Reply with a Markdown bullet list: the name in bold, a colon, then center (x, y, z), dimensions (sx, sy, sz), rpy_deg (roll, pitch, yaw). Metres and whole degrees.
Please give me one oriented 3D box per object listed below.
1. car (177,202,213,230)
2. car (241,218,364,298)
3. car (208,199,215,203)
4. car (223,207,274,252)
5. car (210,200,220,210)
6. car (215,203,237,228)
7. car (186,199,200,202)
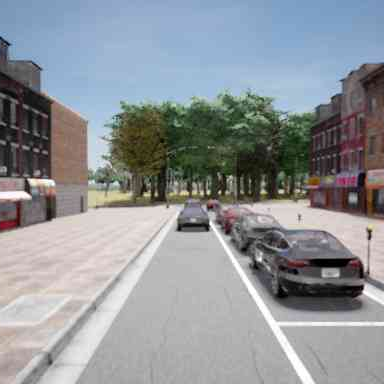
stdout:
- **car**: center (0.095, 1.570, 20.958), dimensions (1.994, 1.385, 4.181), rpy_deg (0, 0, 0)
- **car**: center (2.626, 1.566, 8.383), dimensions (1.947, 1.339, 4.313), rpy_deg (-1, 0, 0)
- **car**: center (2.626, 1.576, 40.822), dimensions (1.887, 1.381, 4.507), rpy_deg (-1, 0, 0)
- **car**: center (2.626, 1.553, 13.789), dimensions (2.008, 1.369, 4.403), rpy_deg (-1, 0, 0)
- **car**: center (2.626, 1.561, 24.602), dimensions (2.008, 1.369, 4.403), rpy_deg (-1, 0, 0)
- **car**: center (2.626, 1.550, 19.196), dimensions (1.887, 1.381, 4.507), rpy_deg (-1, 0, 0)
- **car**: center (0.096, 1.517, 36.929), dimensions (2.128, 1.511, 4.902), rpy_deg (0, 0, 0)
